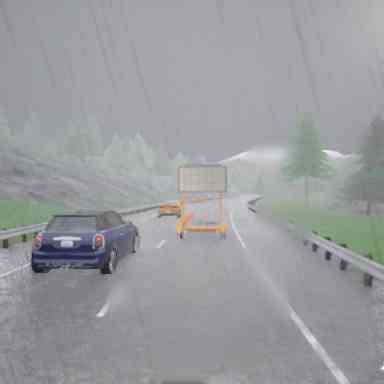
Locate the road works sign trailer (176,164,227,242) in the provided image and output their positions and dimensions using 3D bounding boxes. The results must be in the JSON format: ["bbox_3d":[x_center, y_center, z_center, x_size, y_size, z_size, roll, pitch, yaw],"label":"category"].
[{"bbox_3d":[0.515,0.433,16.374,2.380,3.560,2.880,0,0,5],"label":"road works sign trailer"}]

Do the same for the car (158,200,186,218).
[{"bbox_3d":[-1.680,1.420,29.305,1.882,1.535,5.008,0,0,6],"label":"car"}]

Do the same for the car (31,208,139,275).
[{"bbox_3d":[-3.089,1.329,10.562,2.097,1.767,4.553,0,0,2],"label":"car"}]
